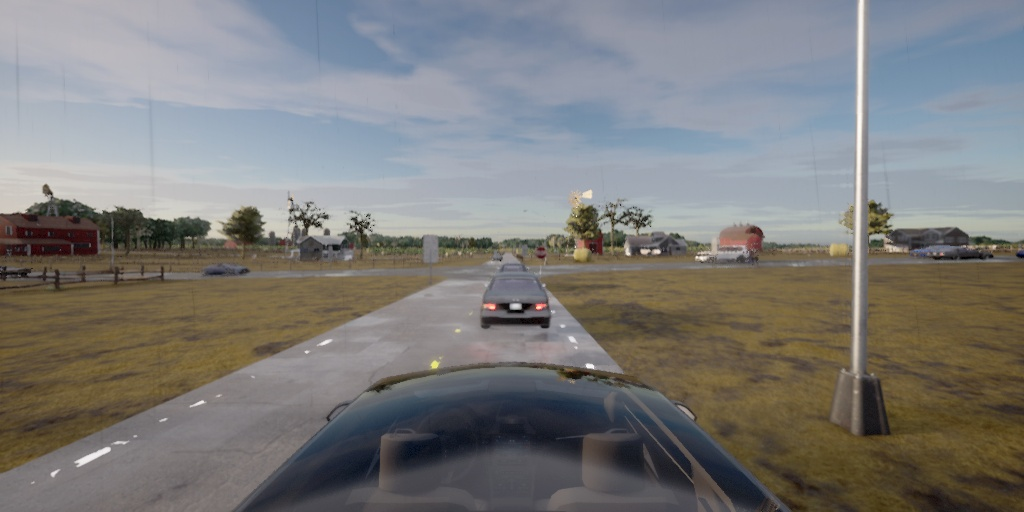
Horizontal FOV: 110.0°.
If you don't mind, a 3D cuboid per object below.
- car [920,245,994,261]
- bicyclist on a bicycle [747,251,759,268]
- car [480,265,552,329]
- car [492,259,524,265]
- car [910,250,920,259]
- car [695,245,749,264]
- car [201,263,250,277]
[{"bbox_3d":[47.381,-0.246,38.030,5.357,1.411,2.033,-1,2,0],"label":"car"},{"bbox_3d":[22.858,0.326,34.068,0.582,1.620,1.656,-1,0,0],"label":"bicyclist on a bicycle"},{"bbox_3d":[0.091,1.176,10.751,2.033,1.411,5.357,0,1,0],"label":"car"},{"bbox_3d":[0.072,1.072,19.869,1.994,1.385,4.181,0,1,1],"label":"car"},{"bbox_3d":[49.280,-0.472,41.609,5.008,1.535,1.882,-1,2,0],"label":"car"},{"bbox_3d":[24.389,-0.175,41.652,5.566,2.045,2.150,-1,2,0],"label":"car"},{"bbox_3d":[-30.258,1.453,37.926,4.181,1.385,1.994,-1,2,0],"label":"car"}]
